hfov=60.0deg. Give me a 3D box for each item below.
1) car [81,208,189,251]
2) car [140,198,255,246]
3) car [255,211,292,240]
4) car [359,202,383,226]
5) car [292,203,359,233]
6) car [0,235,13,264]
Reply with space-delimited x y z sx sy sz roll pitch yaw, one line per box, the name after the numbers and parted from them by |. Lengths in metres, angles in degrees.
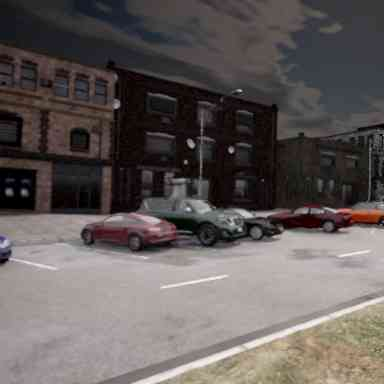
-2.710 1.553 14.095 4.674 1.452 2.002 -1 -1 35 | car
-0.192 1.285 15.802 5.566 2.045 2.435 -1 -1 35 | car
2.282 1.560 17.510 5.008 1.535 2.097 -1 -1 36 | car
12.406 1.527 24.111 4.553 1.767 2.185 -1 -1 37 | car
7.318 1.606 20.840 5.008 1.535 2.097 -1 -1 36 | car
-7.661 1.507 10.641 4.674 1.452 2.002 -1 -1 34 | car
